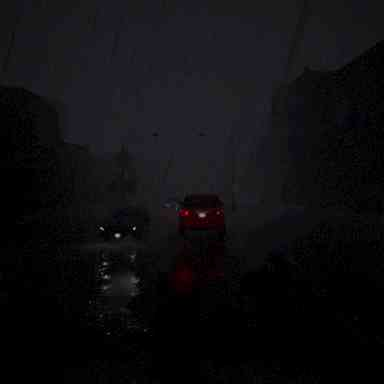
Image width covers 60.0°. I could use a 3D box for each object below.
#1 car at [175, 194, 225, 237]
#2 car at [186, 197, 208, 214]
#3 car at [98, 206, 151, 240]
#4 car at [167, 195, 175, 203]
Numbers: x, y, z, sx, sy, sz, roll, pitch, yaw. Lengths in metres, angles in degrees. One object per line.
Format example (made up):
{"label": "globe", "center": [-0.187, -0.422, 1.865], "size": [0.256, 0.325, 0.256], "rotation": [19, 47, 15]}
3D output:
{"label": "car", "center": [0.478, 1.111, 17.440], "size": [2.150, 2.045, 5.566], "rotation": [0, 0, 1]}
{"label": "car", "center": [0.460, 1.276, 33.970], "size": [2.128, 1.511, 4.902], "rotation": [0, 0, 0]}
{"label": "car", "center": [-3.158, 1.436, 16.678], "size": [2.033, 1.411, 5.357], "rotation": [0, 0, -1]}
{"label": "car", "center": [-3.268, 1.221, 57.794], "size": [1.895, 1.301, 4.718], "rotation": [0, 0, 0]}
